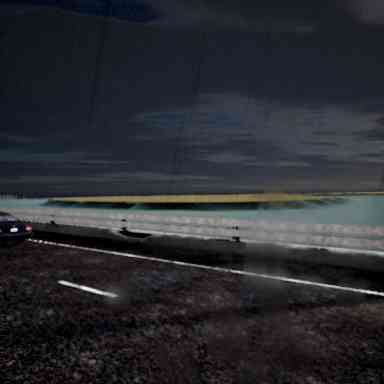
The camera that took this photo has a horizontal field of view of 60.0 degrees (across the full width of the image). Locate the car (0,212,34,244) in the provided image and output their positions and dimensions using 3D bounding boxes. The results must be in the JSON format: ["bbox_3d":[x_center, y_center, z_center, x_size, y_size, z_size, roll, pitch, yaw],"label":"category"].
[{"bbox_3d":[-9.249,1.593,14.955,5.357,1.411,2.033,0,0,36],"label":"car"}]
